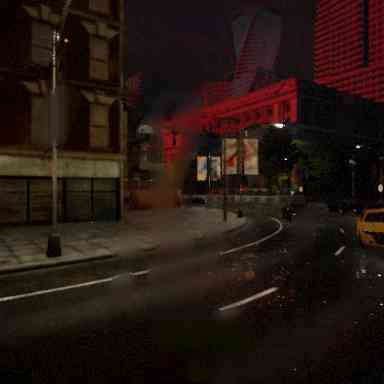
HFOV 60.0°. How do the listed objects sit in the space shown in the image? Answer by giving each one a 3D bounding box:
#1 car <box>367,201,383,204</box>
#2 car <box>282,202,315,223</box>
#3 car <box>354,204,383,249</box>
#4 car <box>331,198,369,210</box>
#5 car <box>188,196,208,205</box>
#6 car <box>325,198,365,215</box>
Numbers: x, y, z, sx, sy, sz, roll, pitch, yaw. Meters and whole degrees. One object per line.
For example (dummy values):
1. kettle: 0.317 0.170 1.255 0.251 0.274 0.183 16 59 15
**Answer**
1. car: 21.974 1.635 38.509 1.895 1.301 4.718 0 0 -4
2. car: 8.236 1.534 26.044 1.837 1.490 4.892 1 0 6
3. car: 8.251 1.493 14.403 1.882 1.535 5.008 0 0 25
4. car: 20.805 1.567 44.119 2.002 1.452 4.674 0 0 -14
5. car: 1.179 1.565 61.789 2.128 1.511 4.902 0 0 -34
6. car: 15.560 1.541 34.445 1.837 1.490 4.892 0 0 -3
